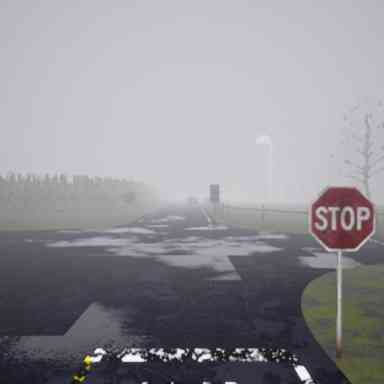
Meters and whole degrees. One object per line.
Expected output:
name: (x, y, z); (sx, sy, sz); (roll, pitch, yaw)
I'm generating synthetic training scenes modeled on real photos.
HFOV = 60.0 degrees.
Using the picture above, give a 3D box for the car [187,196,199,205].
car: (0.120, 1.513, 61.125); (2.097, 1.767, 4.553); (0, 0, 1)

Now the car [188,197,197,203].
car: (0.074, 1.719, 71.177); (1.895, 1.301, 4.718); (0, 0, 0)
